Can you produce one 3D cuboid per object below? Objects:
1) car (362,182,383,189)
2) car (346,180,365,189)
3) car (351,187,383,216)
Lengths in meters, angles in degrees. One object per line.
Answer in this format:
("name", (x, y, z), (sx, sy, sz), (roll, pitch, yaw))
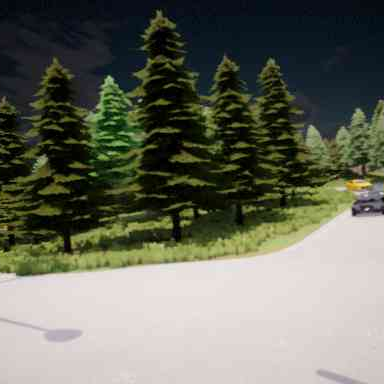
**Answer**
("car", (17.682, -0.090, 31.392), (2.128, 1.511, 4.902), (-6, 1, 31))
("car", (22.024, -0.883, 44.156), (1.882, 1.535, 5.008), (-5, 2, 7))
("car", (12.184, 0.754, 22.754), (1.994, 1.385, 4.181), (-7, 1, 35))
